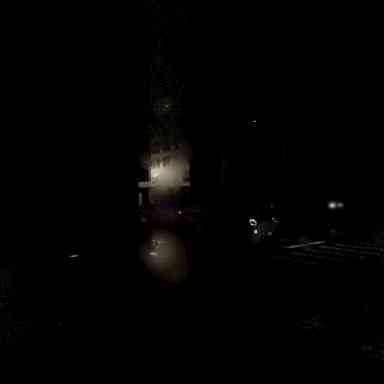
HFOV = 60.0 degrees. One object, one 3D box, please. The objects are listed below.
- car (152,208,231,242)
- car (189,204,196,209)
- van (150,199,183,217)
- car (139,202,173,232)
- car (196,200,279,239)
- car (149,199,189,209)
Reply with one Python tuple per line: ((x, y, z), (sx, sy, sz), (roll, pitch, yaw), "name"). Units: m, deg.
((-0.150, 1.778, 17.652), (1.802, 1.307, 4.206), (-1, 0, -36), "car")
((0.288, 1.804, 31.705), (1.752, 1.417, 4.829), (-1, 0, -36), "car")
((-2.816, 1.689, 36.045), (1.690, 1.788, 3.998), (-1, 0, -36), "van")
((-3.353, 1.706, 22.132), (1.967, 1.590, 4.097), (-1, 0, -36), "car")
((2.580, 1.518, 18.394), (2.097, 1.767, 4.553), (0, 0, -35), "car")
((-2.593, 1.630, 25.668), (2.097, 1.767, 4.553), (0, 0, -36), "car")
